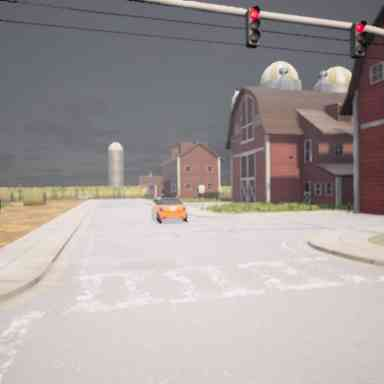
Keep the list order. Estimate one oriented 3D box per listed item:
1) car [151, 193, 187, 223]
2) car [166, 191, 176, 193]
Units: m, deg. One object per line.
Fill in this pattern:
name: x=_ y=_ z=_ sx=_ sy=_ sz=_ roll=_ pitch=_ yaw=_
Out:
car: x=-1.807 y=1.222 z=24.758 sx=2.097 sy=1.767 sz=4.553 roll=-1 pitch=0 yaw=-13
car: x=-3.762 y=0.912 z=48.719 sx=3.866 sy=1.878 sz=1.905 roll=-3 pitch=5 yaw=33
